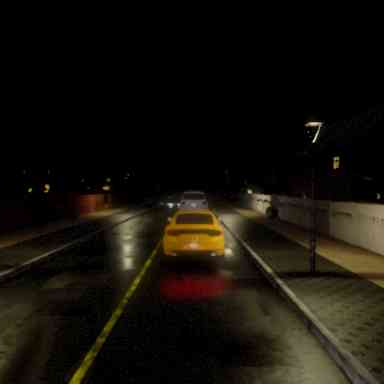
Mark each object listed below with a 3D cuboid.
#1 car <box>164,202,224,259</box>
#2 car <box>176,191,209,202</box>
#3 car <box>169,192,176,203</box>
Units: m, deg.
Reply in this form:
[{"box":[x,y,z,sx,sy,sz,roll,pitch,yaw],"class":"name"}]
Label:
[{"box":[0.092,1.359,12.066,1.882,1.535,5.008,0,1,1],"class":"car"},{"box":[0.161,0.961,26.957,2.150,2.045,5.566,0,1,1],"class":"car"},{"box":[-2.542,0.846,52.861,2.097,1.767,4.553,0,1,1],"class":"car"}]
